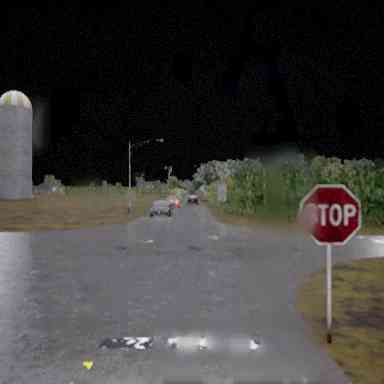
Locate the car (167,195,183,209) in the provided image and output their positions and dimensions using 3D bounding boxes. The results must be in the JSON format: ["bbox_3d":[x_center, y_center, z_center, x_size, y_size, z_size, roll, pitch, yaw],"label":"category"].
[{"bbox_3d":[-2.733,1.298,45.419,2.097,1.767,4.553,0,0,0],"label":"car"}]

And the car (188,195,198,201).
[{"bbox_3d":[0.169,1.282,71.491,1.994,1.385,4.181,0,0,0],"label":"car"}]

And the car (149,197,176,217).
[{"bbox_3d":[-2.779,1.474,30.544,1.837,1.490,4.892,0,0,0],"label":"car"}]

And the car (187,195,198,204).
[{"bbox_3d":[0.145,1.395,61.067,1.882,1.535,5.008,0,0,0],"label":"car"}]
